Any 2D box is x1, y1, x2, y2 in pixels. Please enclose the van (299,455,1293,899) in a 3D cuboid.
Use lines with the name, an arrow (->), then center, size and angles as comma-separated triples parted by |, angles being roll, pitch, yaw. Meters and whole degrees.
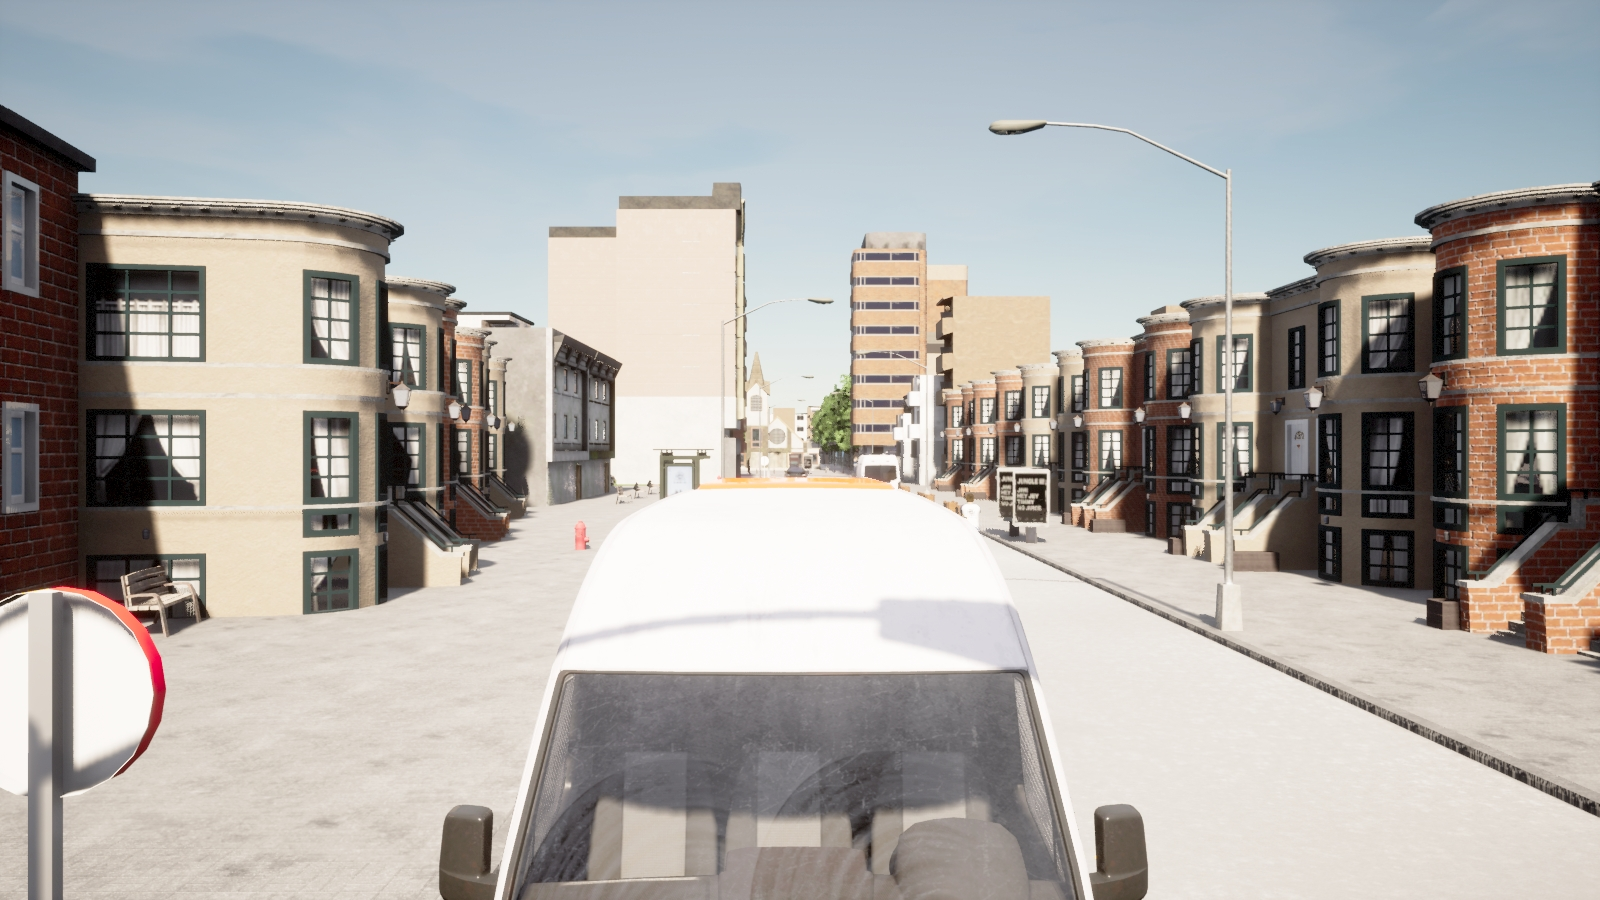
van -> -0.019, 1.314, 5.243 | 1.988, 2.561, 5.915 | 0, 0, 0

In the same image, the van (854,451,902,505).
van -> 3.823, 1.314, 57.201 | 1.988, 2.561, 5.915 | 0, 0, 0
